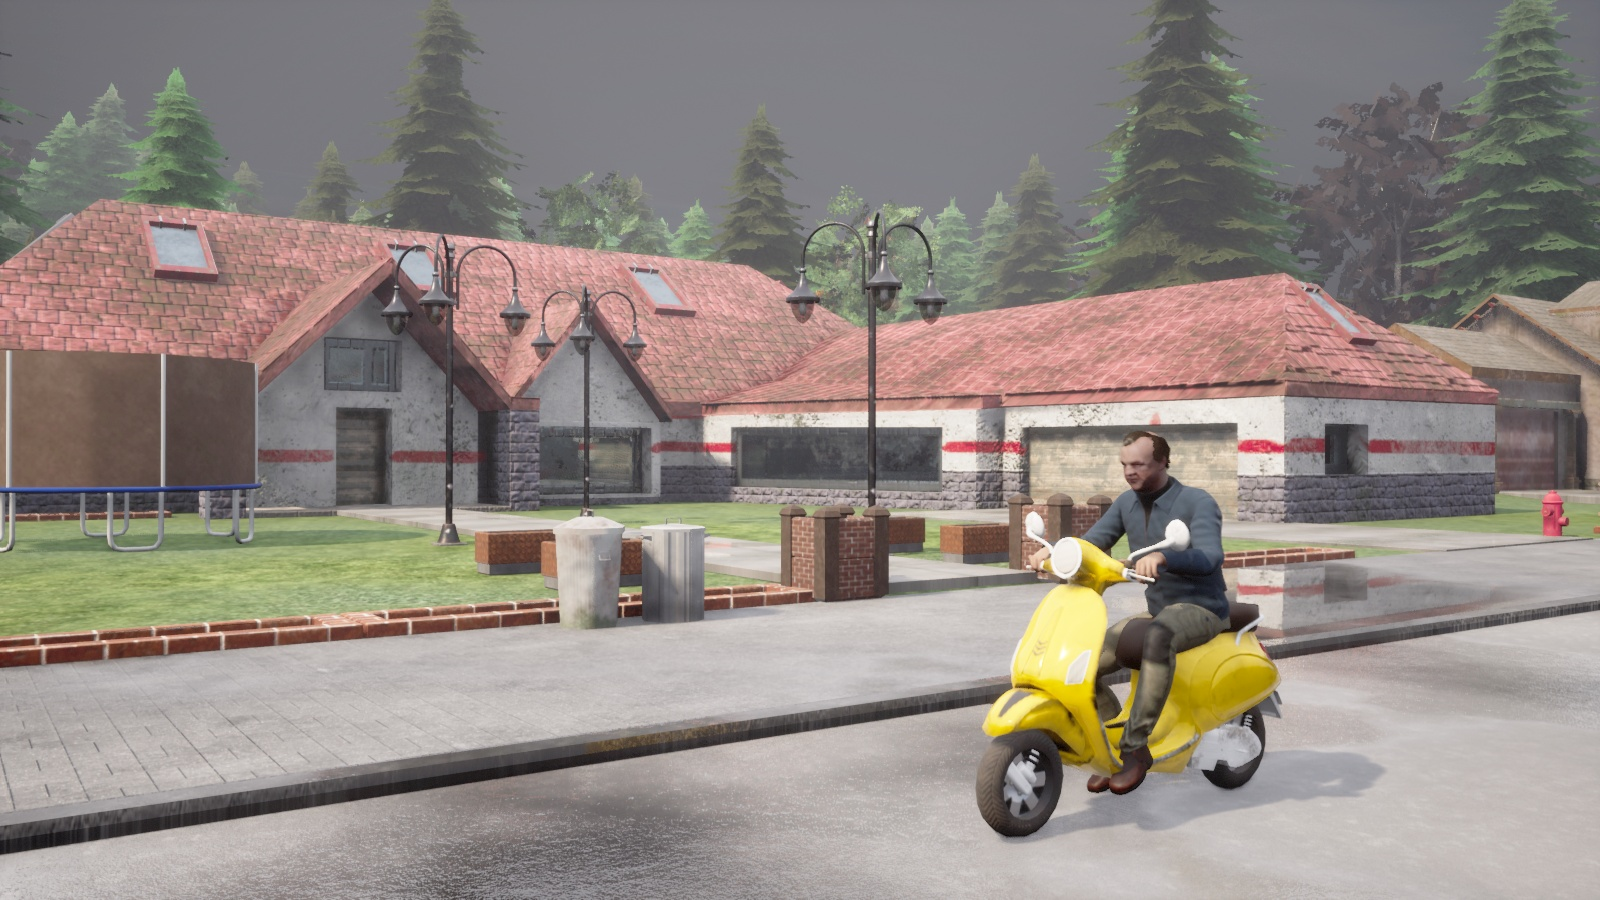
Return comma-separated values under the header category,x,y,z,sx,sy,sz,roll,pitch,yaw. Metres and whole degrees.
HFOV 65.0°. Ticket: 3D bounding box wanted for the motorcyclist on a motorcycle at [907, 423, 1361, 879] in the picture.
category,x,y,z,sx,sy,sz,roll,pitch,yaw
motorcyclist on a motorcycle,1.429,0.708,5.262,1.817,1.590,0.866,0,0,-35
